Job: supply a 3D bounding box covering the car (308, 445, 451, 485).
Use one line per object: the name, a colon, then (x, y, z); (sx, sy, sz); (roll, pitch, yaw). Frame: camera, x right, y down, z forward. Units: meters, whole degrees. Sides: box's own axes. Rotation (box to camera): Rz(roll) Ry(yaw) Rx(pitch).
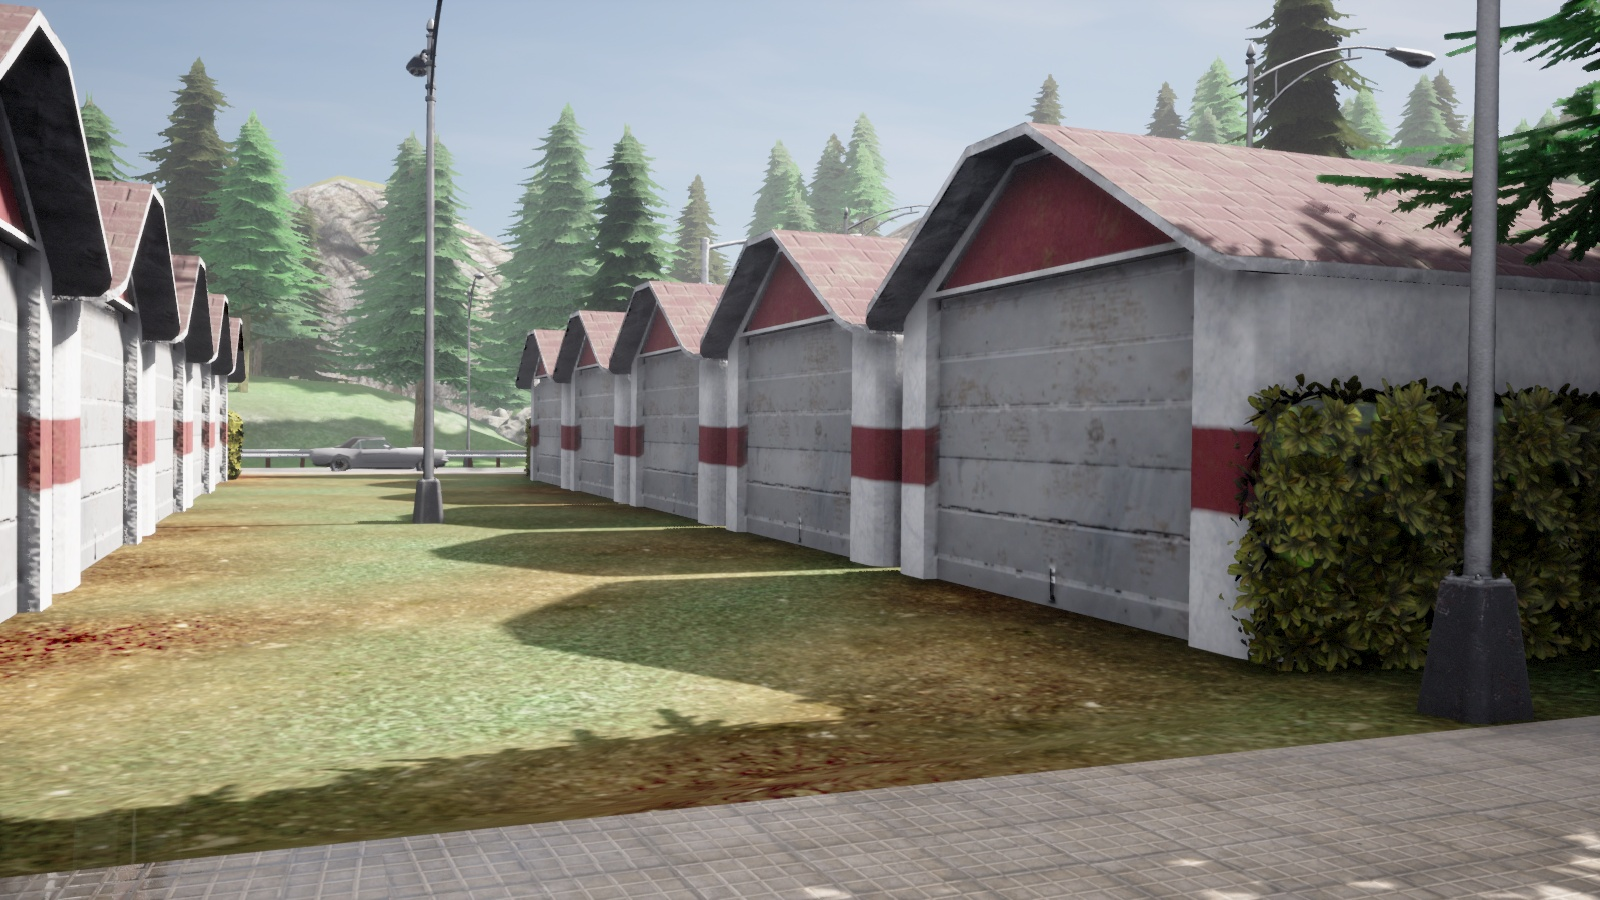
car: (-14.977, 0.510, 44.757); (4.718, 1.301, 1.895); (-1, 1, -20)
